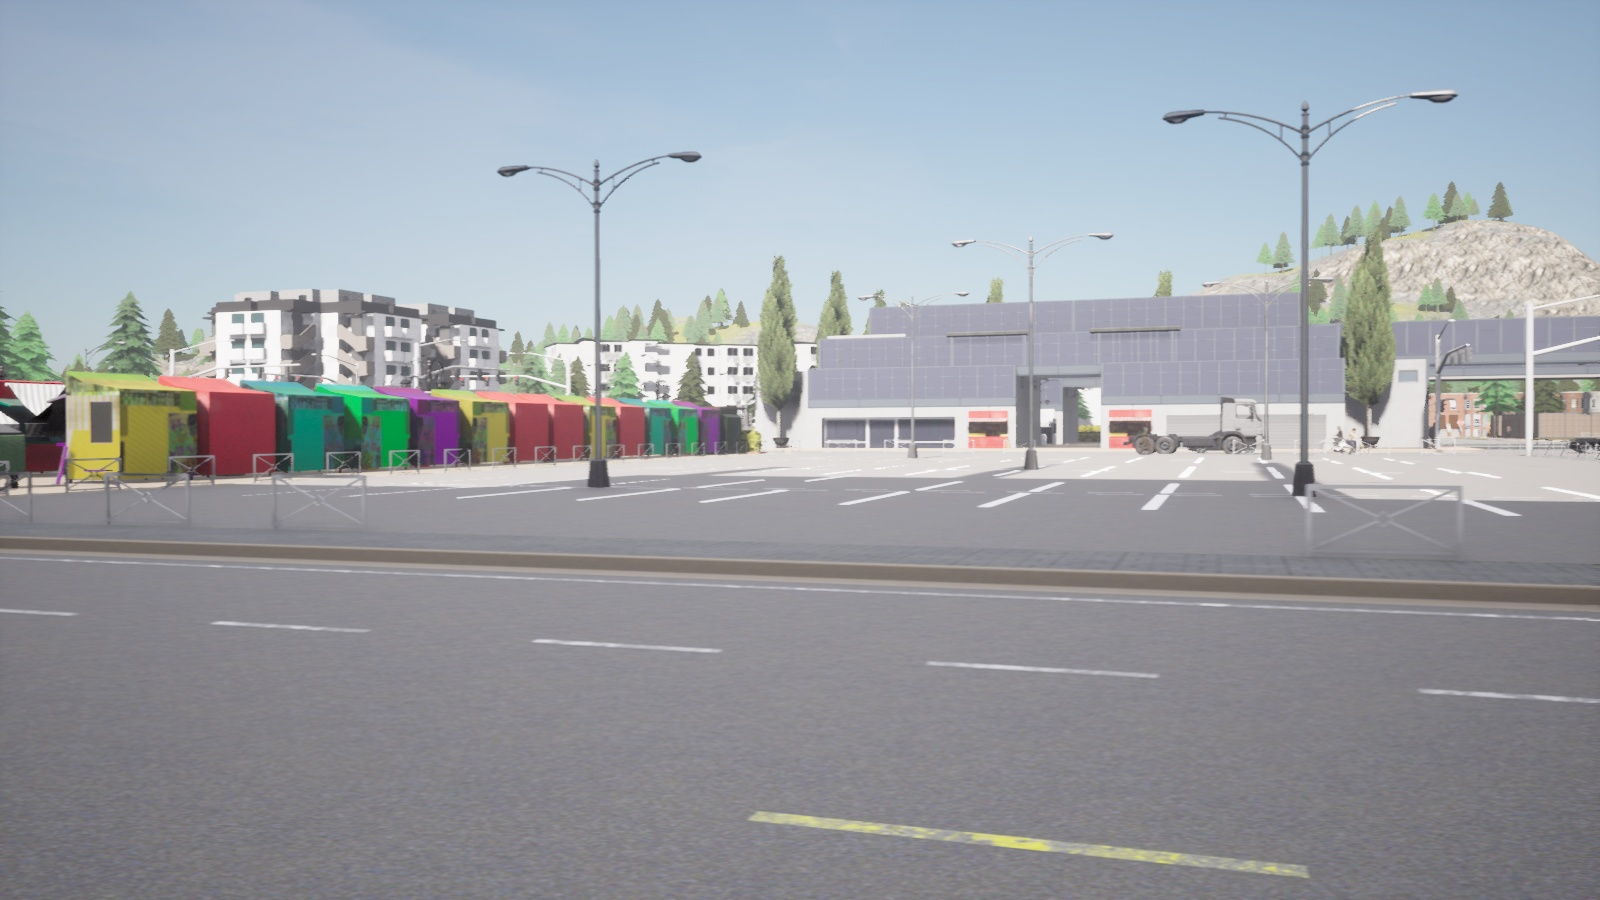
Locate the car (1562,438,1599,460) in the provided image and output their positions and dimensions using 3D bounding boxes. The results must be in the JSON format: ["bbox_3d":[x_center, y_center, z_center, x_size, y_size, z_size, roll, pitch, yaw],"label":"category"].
[{"bbox_3d":[49.748,-0.065,77.111,4.718,1.301,1.895,1,1,18],"label":"car"}]

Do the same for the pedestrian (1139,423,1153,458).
[{"bbox_3d":[19.167,-0.504,69.632,0.692,1.930,0.395,0,1,10],"label":"pedestrian"}]

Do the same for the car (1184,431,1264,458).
[{"bbox_3d":[27.433,-0.385,81.220,4.856,1.649,2.033,1,1,20],"label":"car"}]

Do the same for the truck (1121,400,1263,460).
[{"bbox_3d":[23.496,-1.216,75.202,7.936,3.462,2.891,1,1,20],"label":"truck"}]
